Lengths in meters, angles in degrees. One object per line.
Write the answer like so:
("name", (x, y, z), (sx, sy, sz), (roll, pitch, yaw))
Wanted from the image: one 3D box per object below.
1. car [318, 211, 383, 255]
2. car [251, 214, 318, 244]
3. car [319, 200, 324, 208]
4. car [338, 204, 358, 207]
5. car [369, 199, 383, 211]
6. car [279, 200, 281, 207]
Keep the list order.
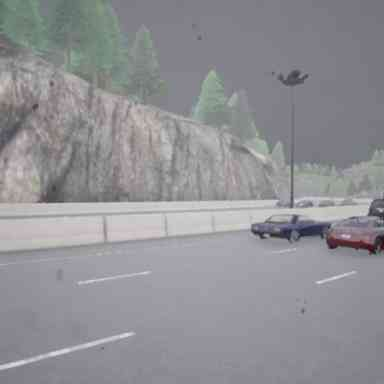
("car", (7.577, 1.728, 14.323), (4.181, 1.385, 1.994), (1, 0, -40))
("car", (5.192, 1.762, 16.884), (4.718, 1.301, 1.895), (1, 0, -40))
("car", (22.816, 2.086, 55.985), (1.837, 1.490, 4.892), (0, 0, 37))
("car", (24.805, 1.931, 52.842), (2.097, 1.767, 4.553), (0, -1, 37))
("car", (16.114, 1.548, 26.848), (5.566, 2.045, 2.150), (0, 0, -44))
("car", (16.595, 1.904, 59.332), (2.097, 1.767, 4.553), (0, -1, 38))
